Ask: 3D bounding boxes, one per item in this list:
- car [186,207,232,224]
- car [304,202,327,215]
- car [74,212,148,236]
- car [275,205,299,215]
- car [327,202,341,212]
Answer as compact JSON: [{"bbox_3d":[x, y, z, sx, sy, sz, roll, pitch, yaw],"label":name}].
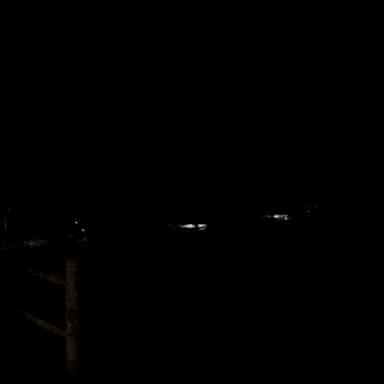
[{"bbox_3d":[1.721,2.087,30.512,2.033,1.411,5.357,-1,-1,36],"label":"car"},{"bbox_3d":[16.935,2.396,46.416,1.812,1.442,4.674,-1,-2,36],"label":"car"},{"bbox_3d":[-5.061,1.947,21.192,1.895,1.301,4.718,-1,-2,36],"label":"car"},{"bbox_3d":[13.172,2.467,46.136,1.895,1.301,4.718,-1,-2,37],"label":"car"},{"bbox_3d":[22.696,2.389,54.334,2.097,1.767,4.553,-1,-2,37],"label":"car"}]
